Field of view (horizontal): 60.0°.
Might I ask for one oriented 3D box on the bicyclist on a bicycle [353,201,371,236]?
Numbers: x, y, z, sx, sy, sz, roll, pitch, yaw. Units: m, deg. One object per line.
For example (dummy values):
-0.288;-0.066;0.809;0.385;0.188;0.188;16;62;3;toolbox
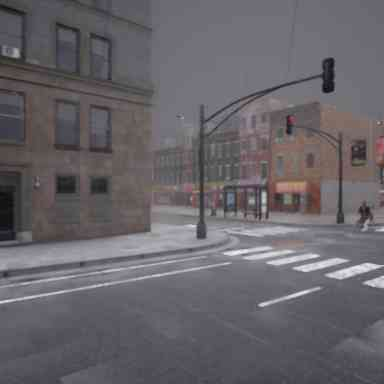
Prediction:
8.683;1.348;16.950;1.843;1.776;0.659;0;0;-38;bicyclist on a bicycle
